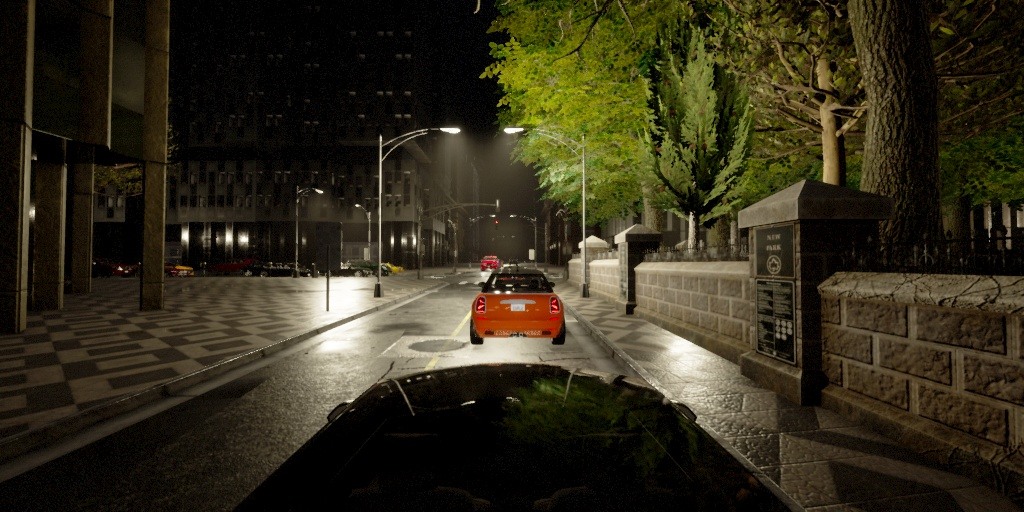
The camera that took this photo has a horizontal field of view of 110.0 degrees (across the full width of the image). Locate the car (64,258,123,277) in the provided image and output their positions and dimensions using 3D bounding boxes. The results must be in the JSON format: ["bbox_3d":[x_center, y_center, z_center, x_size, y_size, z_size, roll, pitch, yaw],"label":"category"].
[{"bbox_3d":[-36.561,1.061,31.673,5.009,1.841,2.192,0,0,1],"label":"car"}]

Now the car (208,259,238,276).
[{"bbox_3d":[-30.971,1.236,40.141,5.009,1.841,2.192,0,0,1],"label":"car"}]

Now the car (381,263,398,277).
[{"bbox_3d":[-13.741,1.125,34.126,4.553,1.767,2.097,0,-1,0],"label":"car"}]

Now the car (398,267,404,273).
[{"bbox_3d":[-14.604,1.425,39.978,4.829,1.417,1.751,0,0,1],"label":"car"}]

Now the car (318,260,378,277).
[{"bbox_3d":[-14.510,1.267,31.453,4.403,1.370,2.007,0,0,1],"label":"car"}]

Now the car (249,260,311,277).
[{"bbox_3d":[-20.023,1.289,31.508,4.313,1.339,1.948,0,0,1],"label":"car"}]

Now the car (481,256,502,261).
[{"bbox_3d":[-2.894,1.046,47.694,2.150,2.045,5.566,0,0,0],"label":"car"}]

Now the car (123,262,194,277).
[{"bbox_3d":[-31.048,1.320,31.618,4.207,1.307,1.802,0,0,1],"label":"car"}]

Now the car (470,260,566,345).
[{"bbox_3d":[0.128,1.107,9.678,2.097,1.767,4.553,0,0,0],"label":"car"}]

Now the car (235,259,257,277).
[{"bbox_3d":[-23.064,1.291,34.217,4.892,1.490,1.837,0,-1,1],"label":"car"}]

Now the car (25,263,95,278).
[{"bbox_3d":[-43.355,1.378,34.459,4.181,1.385,1.994,0,-1,1],"label":"car"}]
